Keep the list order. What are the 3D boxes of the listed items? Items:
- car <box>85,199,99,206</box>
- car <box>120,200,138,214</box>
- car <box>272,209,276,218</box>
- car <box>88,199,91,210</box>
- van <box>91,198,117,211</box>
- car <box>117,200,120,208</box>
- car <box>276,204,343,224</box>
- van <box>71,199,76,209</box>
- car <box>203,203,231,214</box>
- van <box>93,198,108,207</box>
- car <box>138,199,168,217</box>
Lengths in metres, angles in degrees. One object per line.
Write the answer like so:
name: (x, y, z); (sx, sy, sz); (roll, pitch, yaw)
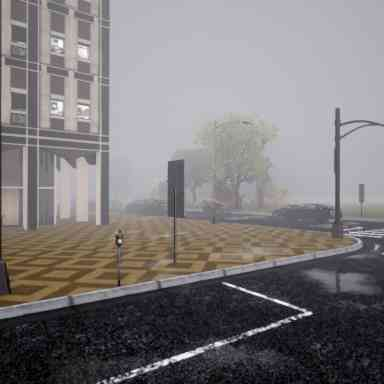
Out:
car: (-23.037, 2.349, 76.427); (1.967, 1.590, 4.097); (-1, 0, -36)
car: (-6.624, 1.979, 40.237); (1.947, 1.339, 4.313); (-1, 0, -36)
car: (9.562, 1.824, 31.621); (1.802, 1.307, 4.206); (-1, 0, -36)
car: (-16.343, 2.196, 53.745); (1.802, 1.307, 4.206); (-1, 0, -36)
van: (-13.094, 1.888, 49.253); (1.690, 1.788, 3.998); (-1, 0, -36)
car: (-14.431, 2.159, 60.183); (1.882, 1.535, 5.008); (0, -1, -36)
car: (9.630, 1.679, 26.947); (2.128, 1.511, 4.902); (0, -1, -36)
van: (-19.600, 2.022, 58.240); (1.690, 1.788, 3.998); (-1, 0, -36)
car: (3.033, 1.957, 40.577); (1.802, 1.307, 4.206); (-1, 0, -36)
van: (-19.790, 2.183, 71.939); (1.690, 1.788, 3.998); (-1, 0, -36)
car: (-3.412, 1.662, 35.719); (2.192, 1.841, 5.009); (-1, 0, -36)
